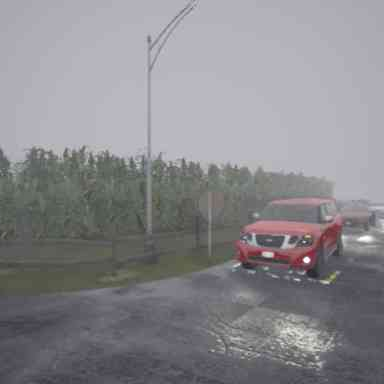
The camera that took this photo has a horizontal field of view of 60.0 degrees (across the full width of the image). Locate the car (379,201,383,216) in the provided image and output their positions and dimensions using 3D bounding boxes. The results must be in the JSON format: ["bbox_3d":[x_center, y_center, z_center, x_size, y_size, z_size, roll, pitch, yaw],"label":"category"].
[{"bbox_3d":[17.255,1.562,30.952,1.812,1.442,4.674,0,0,35],"label":"car"}]

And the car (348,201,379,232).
[{"bbox_3d":[10.259,1.505,20.874,1.882,1.535,5.008,0,0,35],"label":"car"}]

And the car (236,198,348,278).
[{"bbox_3d":[3.412,1.238,10.796,2.150,2.045,5.566,0,0,33],"label":"car"}]
